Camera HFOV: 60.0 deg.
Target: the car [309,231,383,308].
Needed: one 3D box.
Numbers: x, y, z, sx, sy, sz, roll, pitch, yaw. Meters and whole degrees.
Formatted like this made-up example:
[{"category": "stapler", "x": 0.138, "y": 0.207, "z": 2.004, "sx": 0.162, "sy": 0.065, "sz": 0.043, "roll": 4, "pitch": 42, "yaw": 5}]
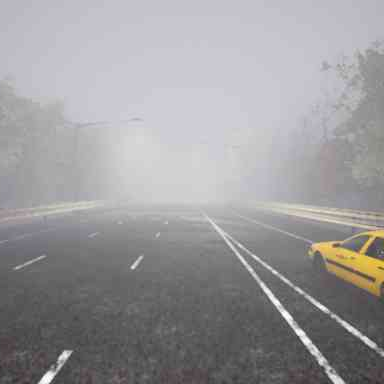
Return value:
[{"category": "car", "x": 4.300, "y": 1.483, "z": 7.202, "sx": 1.801, "sy": 1.575, "sz": 5.366, "roll": 0, "pitch": 0, "yaw": -4}]
